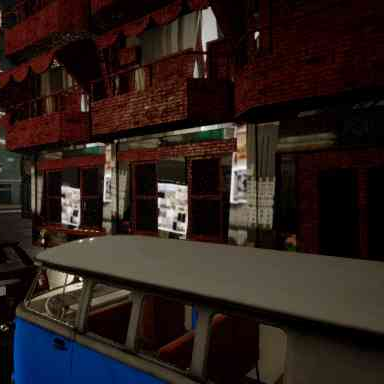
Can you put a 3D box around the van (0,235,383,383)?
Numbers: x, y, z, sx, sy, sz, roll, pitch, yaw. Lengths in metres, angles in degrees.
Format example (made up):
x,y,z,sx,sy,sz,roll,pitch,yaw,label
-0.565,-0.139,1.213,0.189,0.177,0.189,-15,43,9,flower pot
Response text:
x,y,z,sx,sy,sz,roll,pitch,yaw,label
0.184,1.341,2.604,3.998,1.788,1.690,0,-1,36,van
